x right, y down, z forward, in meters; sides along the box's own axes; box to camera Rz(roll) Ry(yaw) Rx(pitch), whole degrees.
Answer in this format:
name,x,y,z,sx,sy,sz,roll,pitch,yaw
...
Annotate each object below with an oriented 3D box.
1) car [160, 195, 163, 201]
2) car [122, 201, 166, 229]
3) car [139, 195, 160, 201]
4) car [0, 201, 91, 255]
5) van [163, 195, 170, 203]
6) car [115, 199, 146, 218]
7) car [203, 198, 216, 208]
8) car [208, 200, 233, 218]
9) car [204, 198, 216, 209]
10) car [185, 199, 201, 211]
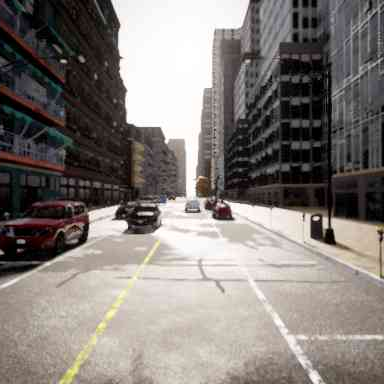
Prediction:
name,x,y,z,sx,sy,sz,roll,pitch,yaw
car,-5.698,1.413,46.710,2.192,1.841,5.009,1,0,0
car,-3.006,1.538,21.841,1.837,1.490,4.892,0,0,0
car,-5.694,1.396,41.187,2.192,1.841,5.009,1,0,0
car,-5.682,1.332,13.571,2.192,1.841,5.009,1,0,0
van,-5.675,1.501,63.280,1.690,1.788,3.998,1,0,0
car,-5.689,1.618,30.140,1.947,1.339,4.313,1,0,0
car,2.694,1.642,52.405,1.752,1.417,4.829,1,0,0
car,2.691,1.634,30.141,1.802,1.307,4.206,1,0,0
car,2.695,1.538,46.711,1.967,1.590,4.097,1,0,0
car,0.089,1.611,42.604,1.812,1.442,4.674,0,0,0
